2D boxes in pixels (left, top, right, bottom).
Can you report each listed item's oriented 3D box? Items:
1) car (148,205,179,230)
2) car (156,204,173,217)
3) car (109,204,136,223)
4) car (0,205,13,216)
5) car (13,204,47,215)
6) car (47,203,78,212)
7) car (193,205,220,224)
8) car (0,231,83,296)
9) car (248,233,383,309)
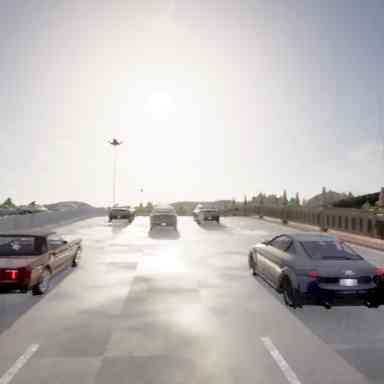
[{"bbox_3d":[-1.954,1.755,23.119,1.837,1.490,4.892,1,0,-5],"label":"car"},{"bbox_3d":[-3.373,2.285,40.428,1.882,1.535,5.008,1,-4,-5],"label":"car"},{"bbox_3d":[-5.903,1.774,28.467,2.128,1.511,4.902,1,-1,-5],"label":"car"},{"bbox_3d":[-20.702,2.008,35.308,1.895,1.301,4.718,1,-3,-5],"label":"car"},{"bbox_3d":[-17.272,2.046,36.352,1.994,1.385,4.181,1,-3,-5],"label":"car"},{"bbox_3d":[-13.765,1.985,36.412,1.882,1.535,5.008,1,-3,-4],"label":"car"},{"bbox_3d":[1.161,1.828,27.964,2.128,1.511,4.902,1,-1,-5],"label":"car"},{"bbox_3d":[-4.286,1.662,8.684,1.895,1.301,4.718,1,-1,-5],"label":"car"},{"bbox_3d":[2.774,1.686,8.234,1.994,1.385,4.181,1,-1,-5],"label":"car"}]
